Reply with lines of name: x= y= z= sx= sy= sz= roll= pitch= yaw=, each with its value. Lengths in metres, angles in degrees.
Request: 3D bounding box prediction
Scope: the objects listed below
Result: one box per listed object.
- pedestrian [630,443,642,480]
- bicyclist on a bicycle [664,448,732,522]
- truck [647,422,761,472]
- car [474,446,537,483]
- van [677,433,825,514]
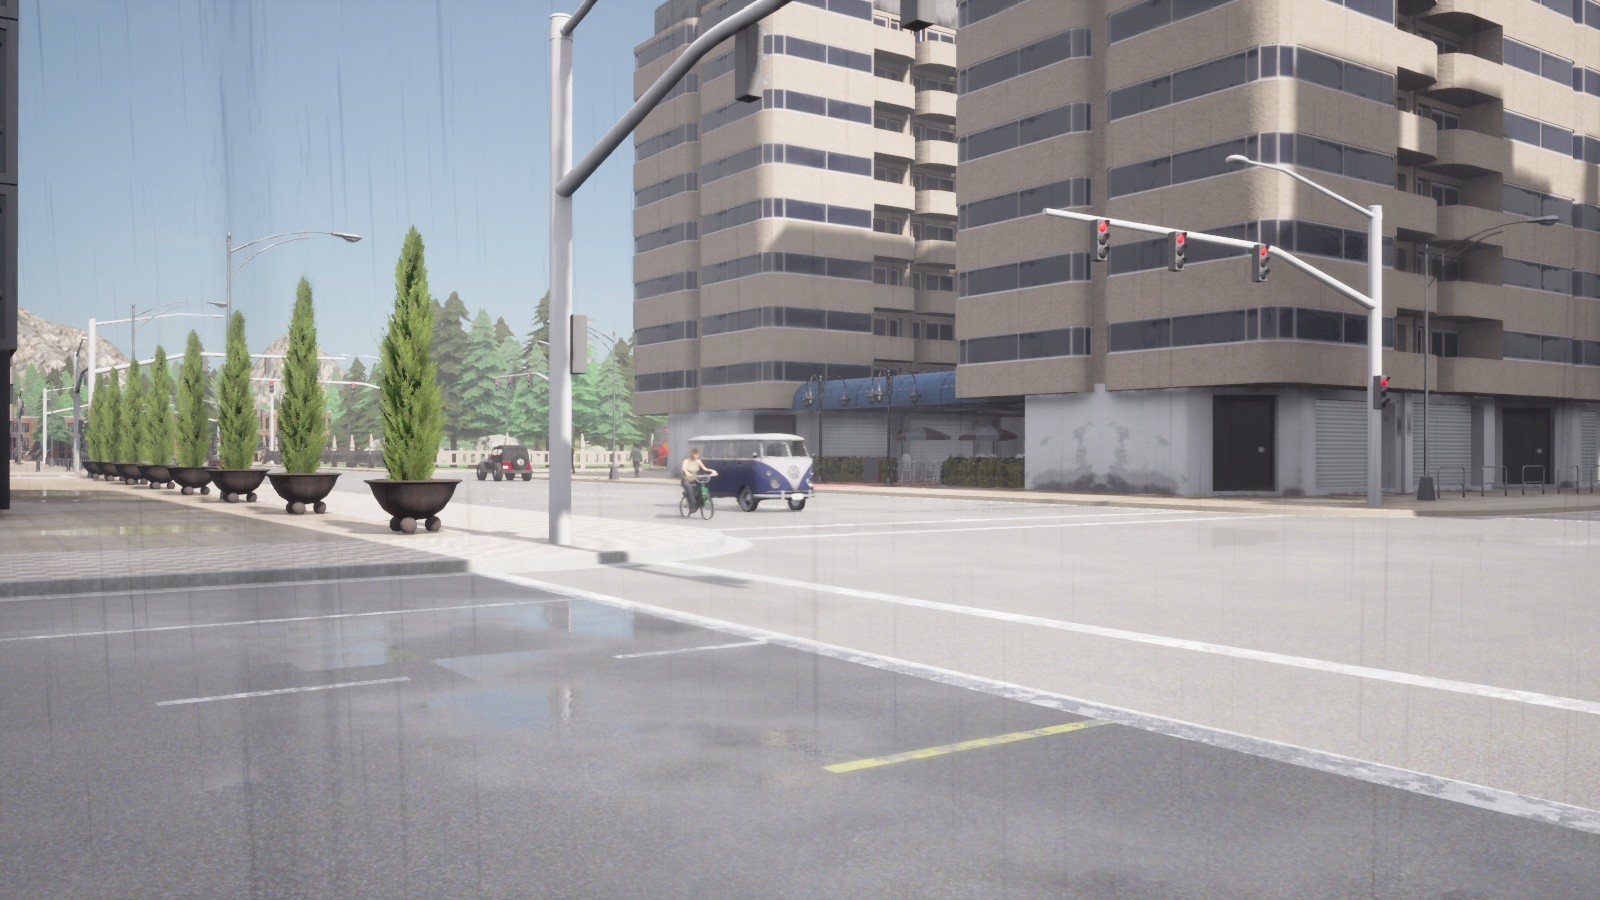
pedestrian: x=-8.642 y=0.584 z=66.218 sx=0.423 sy=1.949 sz=0.788 roll=0 pitch=0 yaw=-24
bicyclist on a bicycle: x=-2.281 y=0.755 z=28.003 sx=0.866 sy=1.612 sz=1.509 roll=0 pitch=0 yaw=-35
truck: x=-7.557 y=-0.218 z=98.625 sx=8.468 sy=3.827 sz=2.891 roll=0 pitch=0 yaw=-19
car: x=-15.399 y=0.734 z=65.583 sx=1.905 sy=1.878 sz=3.866 roll=0 pitch=0 yaw=-34
van: x=-1.354 y=0.582 z=32.835 sx=1.775 sy=1.987 sz=4.442 roll=0 pitch=0 yaw=-35
